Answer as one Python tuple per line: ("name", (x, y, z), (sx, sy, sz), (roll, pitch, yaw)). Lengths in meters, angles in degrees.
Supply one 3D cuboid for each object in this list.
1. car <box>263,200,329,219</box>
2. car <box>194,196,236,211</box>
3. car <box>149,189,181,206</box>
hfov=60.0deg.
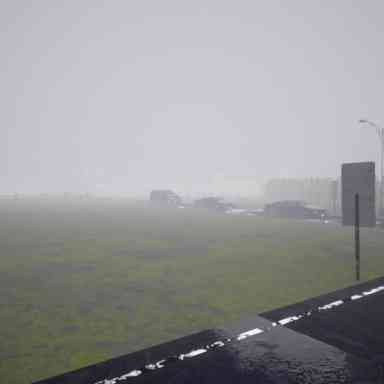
("car", (8.324, 1.330, 27.295), (2.033, 1.411, 5.357), (-1, 1, -36))
("car", (2.345, 1.177, 35.660), (2.033, 1.411, 5.357), (-1, 1, -36))
("car", (-3.645, 0.695, 44.060), (2.150, 2.045, 5.566), (-1, 1, -35))
